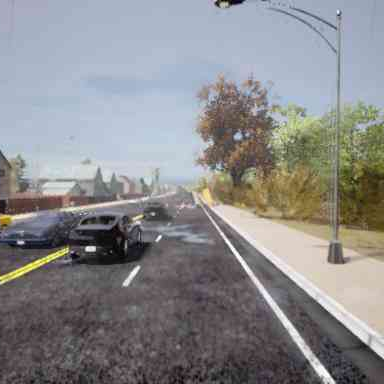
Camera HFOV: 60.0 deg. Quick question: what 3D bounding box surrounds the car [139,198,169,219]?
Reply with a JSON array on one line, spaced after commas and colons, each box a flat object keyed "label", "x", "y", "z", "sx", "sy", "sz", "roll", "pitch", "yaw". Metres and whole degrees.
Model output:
[{"label": "car", "x": -3.147, "y": 1.541, "z": 29.343, "sx": 1.837, "sy": 1.490, "sz": 4.892, "roll": 0, "pitch": 0, "yaw": 0}]

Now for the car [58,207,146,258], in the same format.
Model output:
[{"label": "car", "x": -3.149, "y": 1.524, "z": 12.755, "sx": 1.837, "sy": 1.490, "sz": 4.892, "roll": 0, "pitch": 0, "yaw": 0}]

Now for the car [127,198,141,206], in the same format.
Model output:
[{"label": "car", "x": -9.781, "y": 1.651, "z": 57.115, "sx": 1.895, "sy": 1.301, "sz": 4.718, "roll": 0, "pitch": 0, "yaw": 1}]

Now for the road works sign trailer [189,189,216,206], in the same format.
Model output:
[{"label": "road works sign trailer", "x": 1.064, "y": 0.987, "z": 48.832, "sx": 2.880, "sy": 2.380, "sz": 3.560, "roll": -30, "pitch": -23, "yaw": 35}]

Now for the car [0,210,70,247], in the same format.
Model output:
[{"label": "car", "x": -6.598, "y": 1.571, "z": 15.485, "sx": 2.033, "sy": 1.411, "sz": 5.357, "roll": 0, "pitch": 0, "yaw": 0}]
